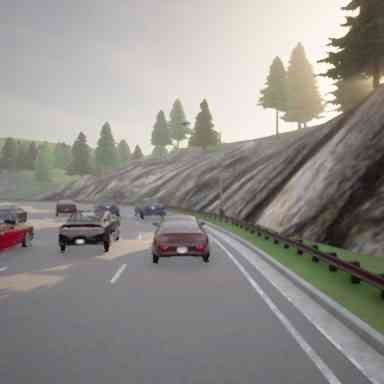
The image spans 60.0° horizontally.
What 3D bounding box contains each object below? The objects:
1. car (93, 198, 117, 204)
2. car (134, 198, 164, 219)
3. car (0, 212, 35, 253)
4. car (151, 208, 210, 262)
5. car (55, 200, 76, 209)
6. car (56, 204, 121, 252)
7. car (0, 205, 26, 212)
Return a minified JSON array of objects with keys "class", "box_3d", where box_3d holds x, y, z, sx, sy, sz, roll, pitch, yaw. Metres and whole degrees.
[{"class":"car","box_3d":[-8.180,1.369,31.440,2.097,1.767,4.553,0,0,-20]},{"class":"car","box_3d":[-3.867,1.356,29.607,2.097,1.767,4.553,0,0,-17]},{"class":"car","box_3d":[-7.407,1.621,11.855,1.895,1.301,4.718,0,0,-4]},{"class":"car","box_3d":[-0.450,1.524,12.012,1.812,1.442,4.674,0,0,-4]},{"class":"car","box_3d":[-12.682,1.508,33.426,1.882,1.535,5.008,0,0,-22]},{"class":"car","box_3d":[-4.127,1.500,13.959,2.128,1.511,4.902,0,0,-6]},{"class":"car","box_3d":[-12.818,1.597,23.076,1.994,1.385,4.181,0,0,-14]}]
